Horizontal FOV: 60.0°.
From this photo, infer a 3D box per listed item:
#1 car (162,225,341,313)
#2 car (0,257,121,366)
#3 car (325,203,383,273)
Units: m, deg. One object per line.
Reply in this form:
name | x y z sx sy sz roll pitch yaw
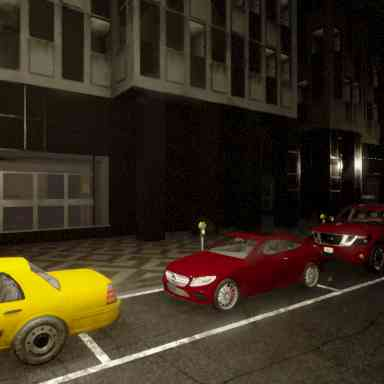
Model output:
car | 1.331 1.581 7.593 4.206 1.307 1.802 0 0 -35
car | -3.374 1.525 4.249 4.829 1.417 1.752 0 0 -35
car | 5.897 1.314 10.839 5.009 1.841 2.192 0 0 -35
